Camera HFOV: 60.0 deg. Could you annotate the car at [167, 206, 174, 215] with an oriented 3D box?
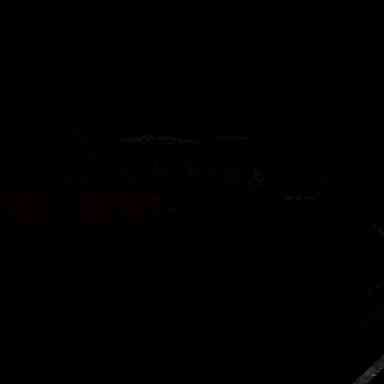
[{"bbox_3d":[-4.924,2.466,45.407,5.008,1.535,1.882,0,-1,9],"label":"car"}]
